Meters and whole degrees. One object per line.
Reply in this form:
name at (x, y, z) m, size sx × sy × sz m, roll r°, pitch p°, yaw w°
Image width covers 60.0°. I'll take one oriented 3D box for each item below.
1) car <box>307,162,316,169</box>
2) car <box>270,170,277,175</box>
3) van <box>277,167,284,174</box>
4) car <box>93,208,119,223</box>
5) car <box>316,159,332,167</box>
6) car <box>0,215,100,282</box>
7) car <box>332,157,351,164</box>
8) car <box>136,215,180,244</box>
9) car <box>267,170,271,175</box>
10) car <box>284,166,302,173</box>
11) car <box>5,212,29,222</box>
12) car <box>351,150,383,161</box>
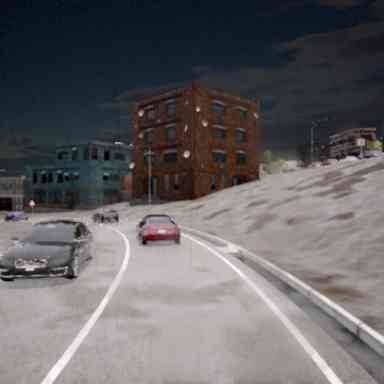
car at (21.126, -4.305, 56.202) m, size 2.185 × 1.767 × 4.553 m, roll 0°, pitch 0°, yaw -1°
car at (20.644, -4.248, 78.254) m, size 2.002 × 1.452 × 4.674 m, roll 0°, pitch 0°, yaw -1°
van at (20.767, -4.494, 72.612) m, size 1.878 × 1.987 × 4.442 m, roll 0°, pitch 0°, yaw -1°
car at (-9.330, 2.455, 35.710) m, size 2.128 × 1.511 × 4.902 m, roll -1°, pitch -2°, yaw -30°
car at (21.246, -4.267, 50.682) m, size 2.185 × 1.767 × 4.553 m, roll 0°, pitch 0°, yaw -1°
car at (-4.294, 1.689, 10.521) m, size 1.837 × 1.490 × 4.892 m, roll 0°, pitch -1°, yaw -8°
car at (21.370, -4.059, 45.009) m, size 2.002 × 1.452 × 4.674 m, roll 0°, pitch 0°, yaw -1°
car at (-1.893, 1.897, 17.838) m, size 1.994 × 1.385 × 4.181 m, roll 0°, pitch -1°, yaw -13°
car at (20.524, -4.553, 83.740) m, size 2.435 × 2.045 × 5.566 m, roll 0°, pitch 0°, yaw -1°
car at (20.884, -4.242, 67.216) m, size 2.231 × 1.521 × 4.892 m, roll 0°, pitch 0°, yaw -1°
car at (-25.703, 3.592, 48.714) m, size 4.674 × 1.442 × 1.812 m, roll -5°, pitch -2°, yaw 39°
car at (21.490, -4.183, 39.516) m, size 2.185 × 1.767 × 4.553 m, roll 0°, pitch 0°, yaw -1°
